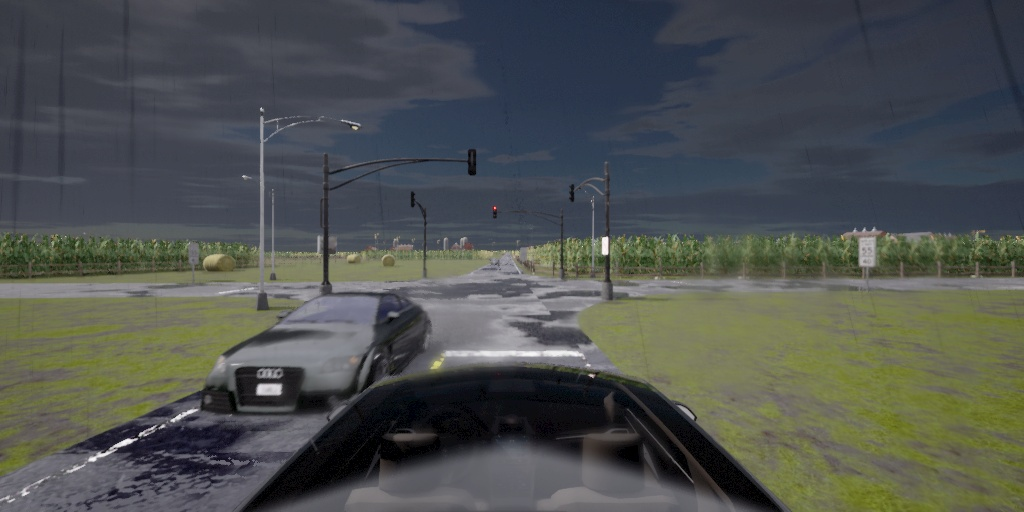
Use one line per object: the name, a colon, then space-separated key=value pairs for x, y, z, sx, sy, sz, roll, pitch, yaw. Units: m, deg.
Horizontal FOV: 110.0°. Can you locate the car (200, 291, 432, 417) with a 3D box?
car: x=-2.705 y=1.313 z=6.022 sx=1.994 sy=1.385 sz=4.181 roll=0 pitch=0 yaw=1
